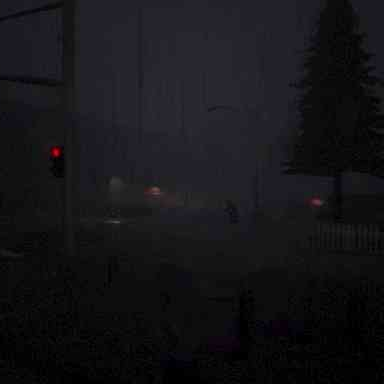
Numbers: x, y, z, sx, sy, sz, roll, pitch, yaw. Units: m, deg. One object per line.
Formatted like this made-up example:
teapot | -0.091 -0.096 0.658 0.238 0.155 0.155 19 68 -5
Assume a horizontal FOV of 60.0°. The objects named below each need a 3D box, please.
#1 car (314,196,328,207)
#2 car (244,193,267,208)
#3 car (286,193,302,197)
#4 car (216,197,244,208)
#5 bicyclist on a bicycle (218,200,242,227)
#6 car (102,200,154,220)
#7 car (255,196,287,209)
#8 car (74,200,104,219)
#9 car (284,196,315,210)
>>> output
car | 19.650 1.353 51.054 2.097 1.767 4.553 0 0 36
car | 9.436 1.229 48.875 2.150 2.045 5.566 0 0 36
car | 16.316 1.223 52.429 2.150 2.045 5.566 0 0 36
car | 5.407 1.509 49.303 1.837 1.490 4.892 0 0 36
bicyclist on a bicycle | 2.304 1.302 20.235 1.656 1.620 0.582 0 0 36
car | -5.224 1.566 28.583 1.994 1.385 4.181 0 0 36
car | 10.563 1.566 44.333 1.994 1.385 4.181 0 0 37
car | -8.500 1.481 30.020 1.882 1.535 5.008 0 0 36
car | 14.006 1.602 43.109 1.895 1.301 4.718 0 0 36
